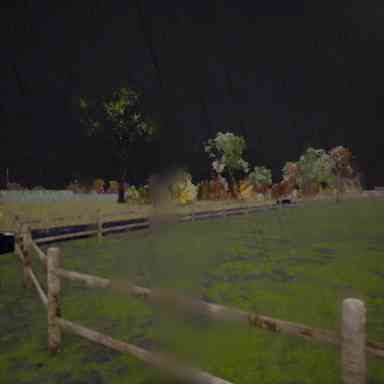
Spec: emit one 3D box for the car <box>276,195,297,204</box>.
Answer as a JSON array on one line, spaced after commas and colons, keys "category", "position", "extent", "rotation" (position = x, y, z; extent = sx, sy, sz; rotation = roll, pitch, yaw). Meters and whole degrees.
[{"category": "car", "position": [14.161, 1.105, 49.877], "extent": [1.994, 1.385, 4.181], "rotation": [-2, 0, 35]}]
